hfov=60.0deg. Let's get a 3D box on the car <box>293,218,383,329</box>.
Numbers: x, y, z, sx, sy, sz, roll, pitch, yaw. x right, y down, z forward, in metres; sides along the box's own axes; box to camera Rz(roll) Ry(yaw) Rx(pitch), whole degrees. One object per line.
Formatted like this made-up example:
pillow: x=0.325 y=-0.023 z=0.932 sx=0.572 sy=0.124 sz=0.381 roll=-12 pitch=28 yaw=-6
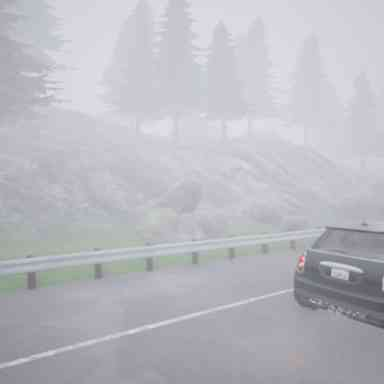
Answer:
car: x=4.120 y=1.325 z=6.516 sx=4.553 sy=1.767 sz=2.097 roll=0 pitch=0 yaw=-34
